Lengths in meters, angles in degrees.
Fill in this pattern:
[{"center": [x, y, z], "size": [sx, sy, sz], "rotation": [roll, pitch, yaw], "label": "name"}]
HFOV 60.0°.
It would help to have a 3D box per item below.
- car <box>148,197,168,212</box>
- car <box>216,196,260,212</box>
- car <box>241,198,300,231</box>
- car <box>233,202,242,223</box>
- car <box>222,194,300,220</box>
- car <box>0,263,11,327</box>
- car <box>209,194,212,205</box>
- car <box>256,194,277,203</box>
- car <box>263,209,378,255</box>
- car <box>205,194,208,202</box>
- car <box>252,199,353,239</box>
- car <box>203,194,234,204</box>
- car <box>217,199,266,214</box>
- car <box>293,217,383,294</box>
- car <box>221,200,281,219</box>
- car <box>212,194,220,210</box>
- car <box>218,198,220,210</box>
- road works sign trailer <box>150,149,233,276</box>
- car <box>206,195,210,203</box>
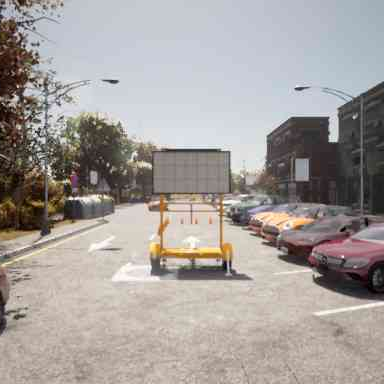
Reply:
[{"center": [-4.044, 1.402, 39.918], "size": [2.097, 1.767, 4.553], "rotation": [0, 0, 0], "label": "car"}, {"center": [5.286, 1.406, 38.643], "size": [4.553, 1.767, 2.185], "rotation": [1, 0, -20], "label": "car"}, {"center": [5.323, 1.366, 17.638], "size": [4.553, 1.767, 2.185], "rotation": [1, 0, -20], "label": "car"}, {"center": [5.289, 1.534, 20.634], "size": [4.674, 1.452, 2.002], "rotation": [1, 0, -20], "label": "car"}, {"center": [5.286, 1.247, 23.613], "size": [5.566, 2.045, 2.435], "rotation": [1, 0, -20], "label": "car"}, {"center": [-3.957, 1.525, 3.835], "size": [1.812, 1.442, 4.674], "rotation": [0, 0, 0], "label": "car"}, {"center": [5.358, 1.437, 47.662], "size": [4.553, 1.767, 2.185], "rotation": [1, 0, -20], "label": "car"}, {"center": [18.258, 1.447, 81.713], "size": [2.435, 2.045, 5.566], "rotation": [0, 0, -21], "label": "car"}, {"center": [5.260, 1.515, 11.616], "size": [4.792, 1.488, 2.163], "rotation": [1, 0, -20], "label": "car"}, {"center": [5.135, 1.601, 59.608], "size": [5.366, 1.575, 1.946], "rotation": [1, 0, -20], "label": "car"}, {"center": [5.321, 1.363, 14.637], "size": [4.553, 1.767, 2.185], "rotation": [1, 0, -20], "label": "car"}, {"center": [5.315, 1.378, 65.702], "size": [5.566, 2.045, 2.435], "rotation": [1, 0, -20], "label": "car"}, {"center": [5.288, 1.553, 35.629], "size": [4.792, 1.488, 2.163], "rotation": [1, 0, -20], "label": "car"}, {"center": [5.291, 1.526, 8.625], "size": [4.674, 1.452, 2.002], "rotation": [1, 0, -20], "label": "car"}, {"center": [5.277, 1.539, 29.627], "size": [4.792, 1.488, 2.163], "rotation": [1, 0, -20], "label": "car"}, {"center": [5.287, 1.264, 32.629], "size": [5.566, 2.045, 2.435], "rotation": [1, 0, -20], "label": "car"}, {"center": [5.127, 1.498, 26.570], "size": [5.366, 1.575, 1.946], "rotation": [1, 0, -20], "label": "car"}, {"center": [-0.021, 0.464, 10.336], "size": [2.380, 3.560, 2.880], "rotation": [0, 0, 0], "label": "road works sign trailer"}, {"center": [5.316, 1.573, 50.664], "size": [5.008, 1.535, 2.097], "rotation": [1, 0, -20], "label": "car"}]
